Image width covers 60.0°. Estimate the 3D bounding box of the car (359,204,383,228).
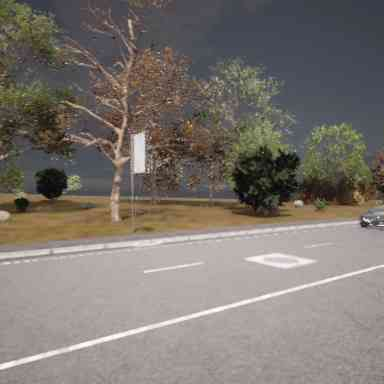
[{"bbox_3d":[12.766,1.558,21.537,4.892,1.490,1.837,0,0,-34],"label":"car"}]
